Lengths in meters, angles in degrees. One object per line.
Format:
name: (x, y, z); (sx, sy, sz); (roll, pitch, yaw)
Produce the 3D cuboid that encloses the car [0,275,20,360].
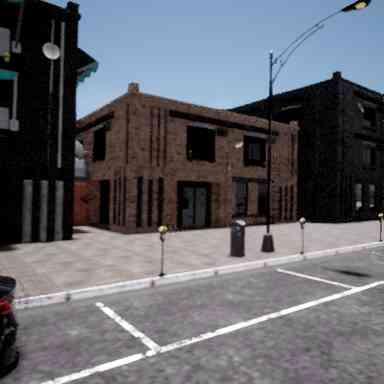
car: (-4.228, 1.551, 3.531); (4.313, 1.339, 1.947); (1, 1, -35)
